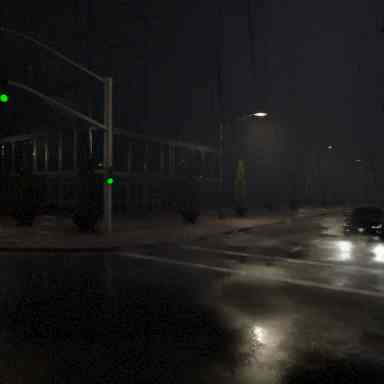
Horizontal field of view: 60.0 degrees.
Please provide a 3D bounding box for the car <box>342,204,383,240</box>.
[{"bbox_3d":[9.305,1.539,17.511,1.837,1.490,4.892,0,0,36],"label":"car"}]

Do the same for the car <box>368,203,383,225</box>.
[{"bbox_3d":[15.026,1.615,25.448,2.033,1.411,5.357,0,0,36],"label":"car"}]
